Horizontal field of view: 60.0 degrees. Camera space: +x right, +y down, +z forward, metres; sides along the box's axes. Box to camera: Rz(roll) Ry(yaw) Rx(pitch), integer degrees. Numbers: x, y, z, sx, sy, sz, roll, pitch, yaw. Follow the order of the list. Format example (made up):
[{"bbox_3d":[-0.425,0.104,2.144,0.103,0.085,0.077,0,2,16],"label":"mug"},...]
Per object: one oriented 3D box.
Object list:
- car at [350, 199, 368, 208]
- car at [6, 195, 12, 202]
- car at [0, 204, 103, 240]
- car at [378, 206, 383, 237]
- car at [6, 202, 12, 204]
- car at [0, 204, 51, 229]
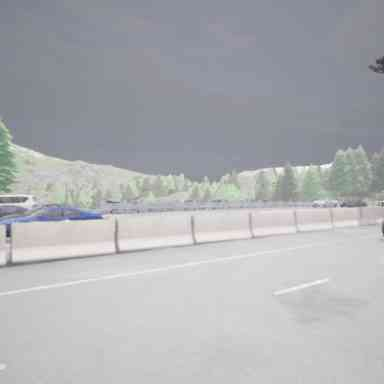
[{"bbox_3d":[22.321,1.604,45.653,4.181,1.385,1.994,1,0,-35],"label":"car"},{"bbox_3d":[-14.089,1.220,24.034,5.566,2.045,2.150,0,0,-35],"label":"car"},{"bbox_3d":[-6.847,1.473,16.302,5.008,1.535,1.882,0,0,-35],"label":"car"},{"bbox_3d":[10.711,1.494,15.694,4.674,1.442,1.812,0,0,-36],"label":"car"},{"bbox_3d":[-8.479,1.499,19.437,4.892,1.490,1.837,0,0,-35],"label":"car"},{"bbox_3d":[-12.080,1.546,21.168,5.357,1.411,2.033,0,0,-35],"label":"car"}]
